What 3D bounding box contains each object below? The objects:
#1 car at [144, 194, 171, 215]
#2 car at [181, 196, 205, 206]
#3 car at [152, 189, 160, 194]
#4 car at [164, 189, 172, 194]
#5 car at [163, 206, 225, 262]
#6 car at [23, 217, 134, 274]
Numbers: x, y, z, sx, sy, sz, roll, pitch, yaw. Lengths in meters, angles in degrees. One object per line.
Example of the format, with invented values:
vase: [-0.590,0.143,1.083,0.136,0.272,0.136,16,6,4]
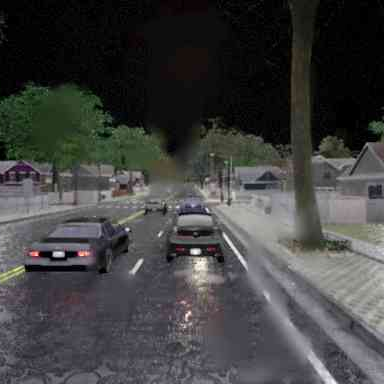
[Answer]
car: [-3.151,1.248,30.234,2.128,1.511,4.902,0,1,0]
car: [0.100,1.121,29.296,2.097,1.767,4.553,0,1,0]
car: [-9.750,-0.038,90.922,1.994,1.385,4.181,0,2,0]
car: [-6.500,-0.067,90.921,1.812,1.442,4.674,0,2,0]
car: [0.098,1.448,11.913,1.837,1.490,4.892,0,0,0]
car: [-3.151,1.503,10.363,2.033,1.411,5.357,0,0,0]
